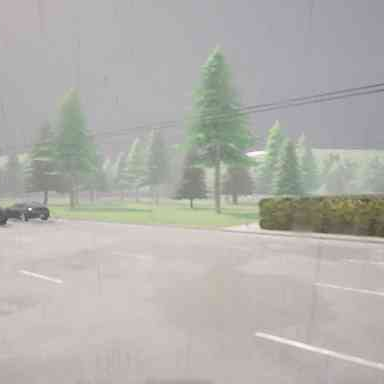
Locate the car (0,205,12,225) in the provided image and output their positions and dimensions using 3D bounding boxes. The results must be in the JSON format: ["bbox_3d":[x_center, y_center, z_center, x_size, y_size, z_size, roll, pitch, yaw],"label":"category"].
[{"bbox_3d":[-14.925,1.390,23.224,4.553,1.767,2.097,0,0,35],"label":"car"}]

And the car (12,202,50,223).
[{"bbox_3d":[-13.184,1.543,26.284,4.892,1.490,1.837,0,0,35],"label":"car"}]
